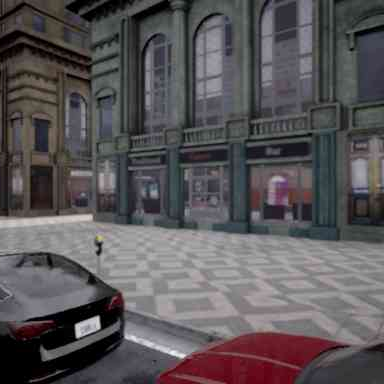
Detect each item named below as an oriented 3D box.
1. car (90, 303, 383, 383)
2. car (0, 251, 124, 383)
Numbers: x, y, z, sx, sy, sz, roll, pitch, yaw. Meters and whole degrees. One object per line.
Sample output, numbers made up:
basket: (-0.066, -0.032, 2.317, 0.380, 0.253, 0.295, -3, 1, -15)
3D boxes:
car: (1.702, 1.543, 1.745, 4.507, 1.381, 1.887, 0, 0, 36)
car: (-2.882, 1.589, 5.023, 4.313, 1.339, 1.947, 0, 0, 36)
